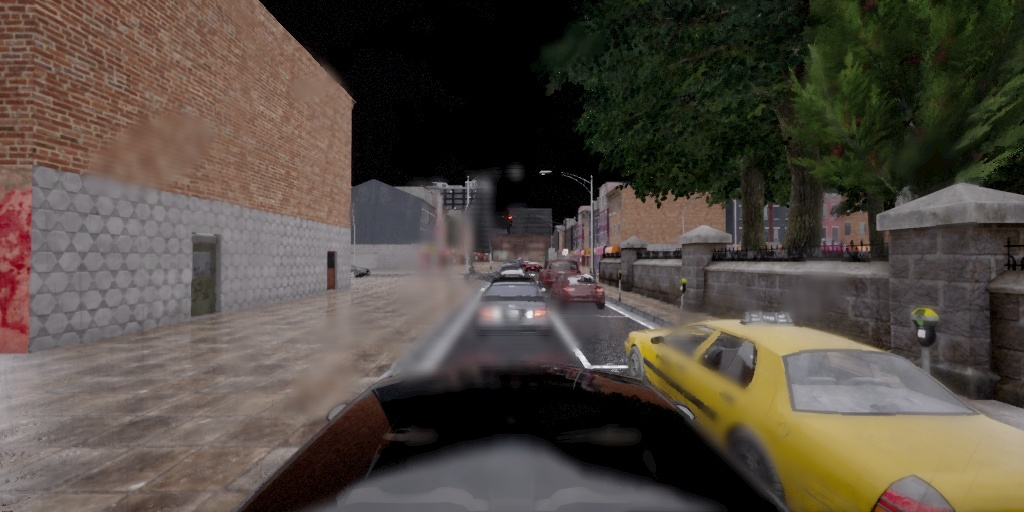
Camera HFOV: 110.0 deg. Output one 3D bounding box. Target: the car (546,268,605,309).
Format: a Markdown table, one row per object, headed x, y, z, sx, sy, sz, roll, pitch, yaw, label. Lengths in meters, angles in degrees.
| x | y | z | sx | sy | sz | roll | pitch | yaw | label |
| --- | --- | --- | --- | --- | --- | --- | --- | --- | --- |
| 2.632 | 1.338 | 14.717 | 1.802 | 1.307 | 4.207 | 0 | 0 | 0 | car |

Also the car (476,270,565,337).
| x | y | z | sx | sy | sz | roll | pitch | yaw | label |
| --- | --- | --- | --- | --- | --- | --- | --- | --- | --- |
| 0.062 | 1.300 | 10.234 | 2.033 | 1.411 | 5.357 | 0 | 0 | 0 | car |

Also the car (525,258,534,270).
| x | y | z | sx | sy | sz | roll | pitch | yaw | label |
| --- | --- | --- | --- | --- | --- | --- | --- | --- | --- |
| 2.610 | 1.354 | 46.595 | 1.888 | 1.381 | 4.507 | 0 | 0 | 0 | car |

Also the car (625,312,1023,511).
| x | y | z | sx | sy | sz | roll | pitch | yaw | label |
| --- | --- | --- | --- | --- | --- | --- | --- | --- | --- |
| 2.639 | 1.276 | 3.988 | 1.751 | 1.417 | 4.829 | 0 | 0 | 0 | car |

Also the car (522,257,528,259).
| x | y | z | sx | sy | sz | roll | pitch | yaw | label |
| --- | --- | --- | --- | --- | --- | --- | --- | --- | --- |
| 2.599 | 1.400 | 62.906 | 1.888 | 1.381 | 4.507 | 0 | 0 | 0 | car |

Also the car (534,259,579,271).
| x | y | z | sx | sy | sz | roll | pitch | yaw | label |
| --- | --- | --- | --- | --- | --- | --- | --- | --- | --- |
| 2.628 | 1.076 | 20.166 | 2.192 | 1.841 | 5.009 | 0 | 0 | 0 | car |

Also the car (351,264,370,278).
| x | y | z | sx | sy | sz | roll | pitch | yaw | label |
| --- | --- | --- | --- | --- | --- | --- | --- | --- | --- |
| -15.103 | 1.241 | 31.712 | 4.892 | 1.490 | 1.837 | 0 | -1 | 0 | car |

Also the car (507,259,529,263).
| x | y | z | sx | sy | sz | roll | pitch | yaw | label |
| --- | --- | --- | --- | --- | --- | --- | --- | --- | --- |
| 0.032 | 1.351 | 37.705 | 2.033 | 1.411 | 5.357 | 0 | 0 | 14 | car |

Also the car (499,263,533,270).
| x | y | z | sx | sy | sz | roll | pitch | yaw | label |
| --- | --- | --- | --- | --- | --- | --- | --- | --- | --- |
| 0.014 | 1.286 | 19.946 | 1.812 | 1.442 | 4.674 | 0 | 0 | 1 | car |
